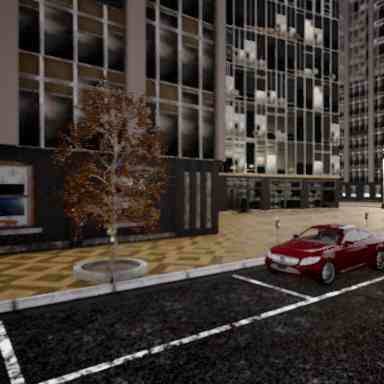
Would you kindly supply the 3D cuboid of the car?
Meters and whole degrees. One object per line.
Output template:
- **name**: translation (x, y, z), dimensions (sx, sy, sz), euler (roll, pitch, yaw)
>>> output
- **car**: translation (3.905, 1.571, 9.348), dimensions (4.206, 1.307, 1.802), euler (0, 0, -36)
